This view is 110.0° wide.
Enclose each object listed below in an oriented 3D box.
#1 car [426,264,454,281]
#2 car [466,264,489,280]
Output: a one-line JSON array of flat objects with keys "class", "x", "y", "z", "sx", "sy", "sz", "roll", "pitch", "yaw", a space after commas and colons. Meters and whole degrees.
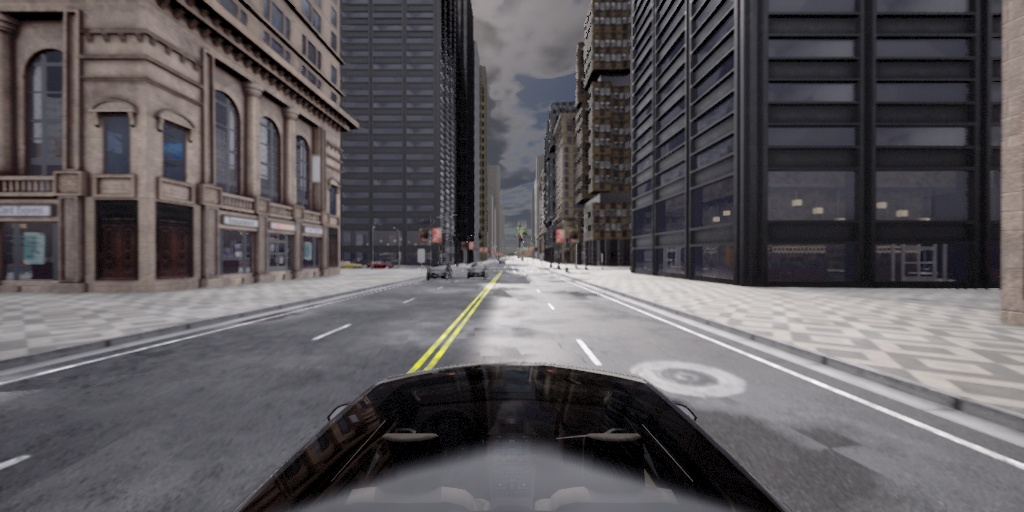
[{"class": "car", "x": -6.593, "y": 1.497, "z": 33.153, "sx": 1.837, "sy": 1.490, "sz": 4.892, "roll": 0, "pitch": -1, "yaw": 0}, {"class": "car", "x": -3.339, "y": 1.514, "z": 35.363, "sx": 1.837, "sy": 1.490, "sz": 4.892, "roll": 0, "pitch": -1, "yaw": 0}]
